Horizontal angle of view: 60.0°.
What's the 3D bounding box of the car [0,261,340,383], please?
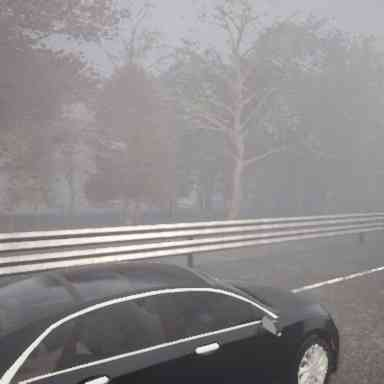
[{"bbox_3d":[-0.414,1.519,3.457,4.892,1.490,1.837,1,0,-36],"label":"car"}]
